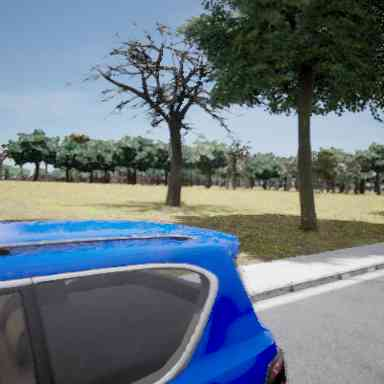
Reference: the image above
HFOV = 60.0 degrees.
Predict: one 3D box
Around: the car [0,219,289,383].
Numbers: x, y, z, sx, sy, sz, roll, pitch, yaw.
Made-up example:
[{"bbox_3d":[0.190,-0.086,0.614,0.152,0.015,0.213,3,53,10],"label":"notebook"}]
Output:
[{"bbox_3d":[-1.971,1.212,1.213,5.566,2.045,2.150,1,0,-36],"label":"car"}]
